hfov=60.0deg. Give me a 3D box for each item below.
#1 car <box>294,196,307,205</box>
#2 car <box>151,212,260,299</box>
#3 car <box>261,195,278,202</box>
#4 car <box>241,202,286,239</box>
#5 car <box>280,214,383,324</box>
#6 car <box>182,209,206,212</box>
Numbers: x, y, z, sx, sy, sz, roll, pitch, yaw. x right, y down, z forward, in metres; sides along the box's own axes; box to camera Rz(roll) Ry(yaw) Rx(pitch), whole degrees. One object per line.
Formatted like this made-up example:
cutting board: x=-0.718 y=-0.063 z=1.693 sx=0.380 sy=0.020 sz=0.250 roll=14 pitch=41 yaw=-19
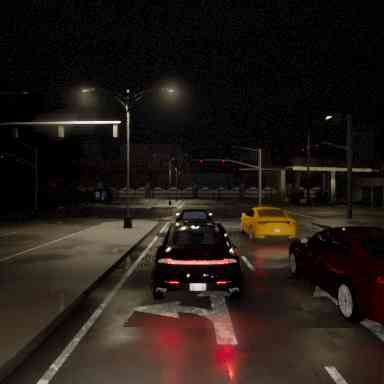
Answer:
car: x=18.986 y=1.456 z=57.497 sx=1.970 sy=1.475 sz=3.806 roll=0 pitch=0 yaw=0
car: x=0.104 y=1.492 z=8.399 sx=2.128 sy=1.511 sz=4.902 roll=0 pitch=0 yaw=0
car: x=13.240 y=1.295 z=56.738 sx=2.242 sy=1.667 sz=4.611 roll=0 pitch=0 yaw=0
car: x=3.610 y=1.478 z=16.490 sx=1.882 sy=1.535 sz=5.008 roll=0 pitch=0 yaw=0
car: x=3.603 y=1.478 z=7.238 sx=1.882 sy=1.535 sz=5.008 roll=0 pitch=0 yaw=0
car: x=0.111 y=1.564 z=17.168 sx=1.994 sy=1.385 sz=4.181 roll=0 pitch=0 yaw=-1
